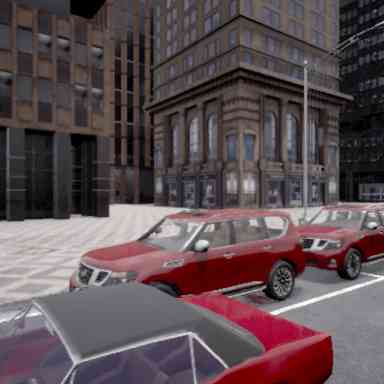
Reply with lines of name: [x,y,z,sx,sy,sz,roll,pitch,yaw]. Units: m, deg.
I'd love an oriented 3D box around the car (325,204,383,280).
car: [4.845,1.314,10.099,5.009,1.841,2.192,0,0,-35]

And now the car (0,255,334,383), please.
car: [-0.996,1.601,2.666,4.718,1.301,1.895,0,0,-35]

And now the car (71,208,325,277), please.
car: [0.222,1.315,6.804,5.009,1.841,2.192,0,0,-35]
